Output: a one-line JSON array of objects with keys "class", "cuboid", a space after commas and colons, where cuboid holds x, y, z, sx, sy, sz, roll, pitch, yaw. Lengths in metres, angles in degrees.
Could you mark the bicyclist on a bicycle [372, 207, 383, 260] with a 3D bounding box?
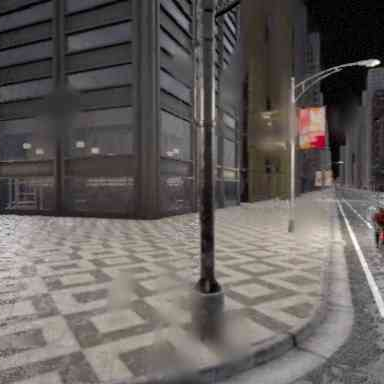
[{"class": "bicyclist on a bicycle", "cuboid": [6.192, 1.320, 10.881, 0.582, 1.620, 1.656, 0, 1, 23]}]
